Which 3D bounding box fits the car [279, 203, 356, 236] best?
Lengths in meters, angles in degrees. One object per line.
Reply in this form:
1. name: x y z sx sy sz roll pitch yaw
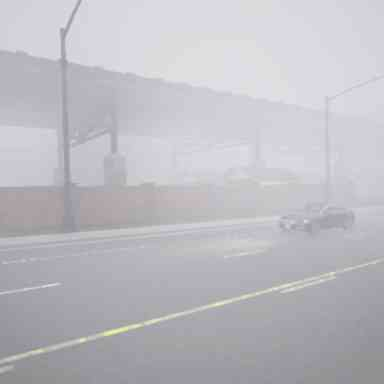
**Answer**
1. car: 6.543 1.323 17.253 4.902 1.511 2.128 -1 1 -35
